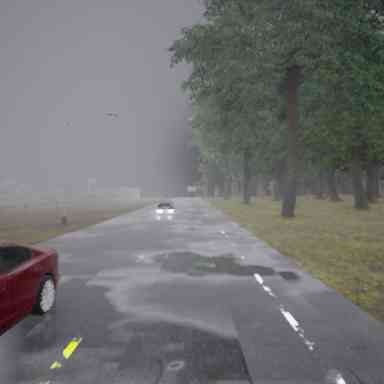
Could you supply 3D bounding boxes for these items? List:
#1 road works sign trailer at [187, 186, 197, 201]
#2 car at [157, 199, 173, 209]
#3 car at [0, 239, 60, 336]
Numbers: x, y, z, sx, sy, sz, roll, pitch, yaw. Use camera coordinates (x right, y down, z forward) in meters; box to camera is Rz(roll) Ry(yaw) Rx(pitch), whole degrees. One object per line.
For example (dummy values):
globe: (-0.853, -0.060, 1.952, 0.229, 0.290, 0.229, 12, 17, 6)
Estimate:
road works sign trailer: (-0.012, 0.326, 79.934, 2.380, 3.560, 2.880, 0, 0, 1)
car: (-3.593, 1.569, 45.316, 1.895, 1.301, 4.718, 0, 0, 0)
car: (-3.600, 1.484, 4.707, 1.882, 1.535, 5.008, 0, 0, 0)
